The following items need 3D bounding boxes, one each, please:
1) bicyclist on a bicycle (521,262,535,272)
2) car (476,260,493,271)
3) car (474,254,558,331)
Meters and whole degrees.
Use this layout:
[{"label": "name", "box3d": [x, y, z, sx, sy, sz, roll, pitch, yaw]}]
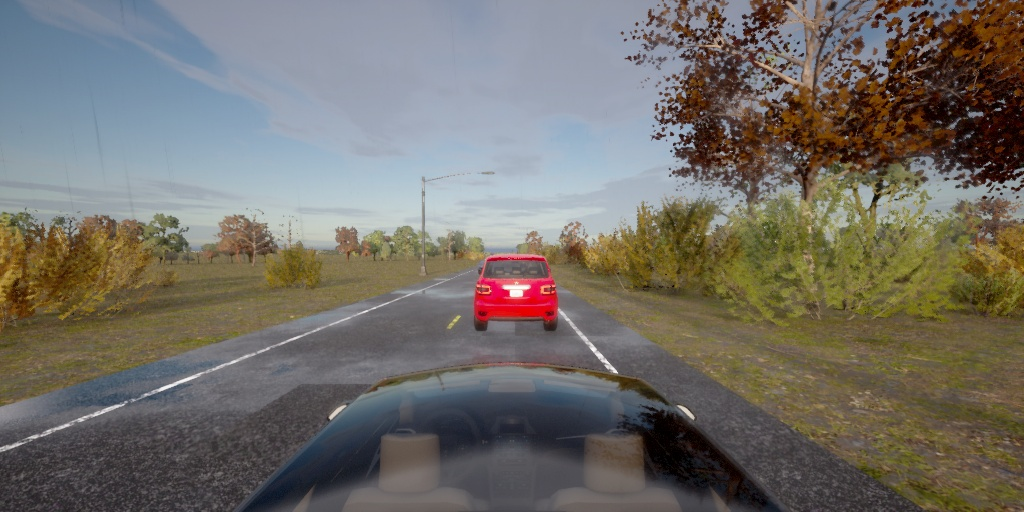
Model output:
[{"label": "bicyclist on a bicycle", "box3d": [0.945, 1.114, 18.797, 0.659, 1.776, 1.843, 0, 0, 0]}, {"label": "car", "box3d": [-3.806, 1.284, 50.279, 2.033, 1.411, 5.357, 0, 0, -1]}, {"label": "car", "box3d": [0.093, 0.968, 11.091, 2.150, 2.045, 5.566, 0, 0, 0]}]
